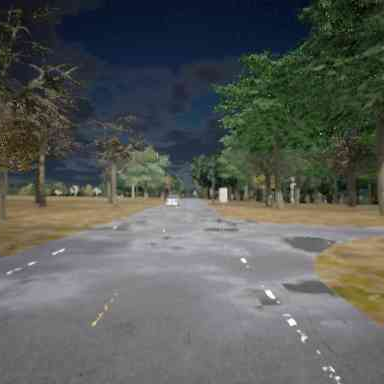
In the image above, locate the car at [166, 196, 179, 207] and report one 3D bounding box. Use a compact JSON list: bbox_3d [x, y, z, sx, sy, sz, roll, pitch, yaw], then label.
[{"bbox_3d":[-3.476,1.673,60.990,2.150,2.045,5.566,0,0,1],"label":"car"}]
